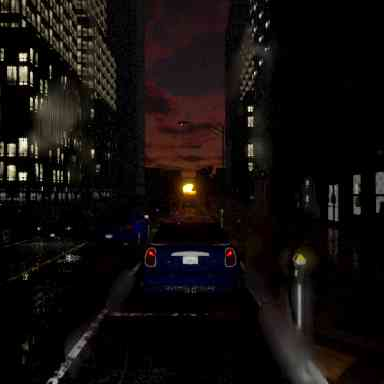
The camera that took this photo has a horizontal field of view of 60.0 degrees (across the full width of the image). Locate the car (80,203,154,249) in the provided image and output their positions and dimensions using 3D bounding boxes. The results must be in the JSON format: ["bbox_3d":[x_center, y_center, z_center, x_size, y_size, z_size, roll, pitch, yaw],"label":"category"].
[{"bbox_3d":[-3.040,1.475,14.641,1.882,1.535,5.008,0,0,0],"label":"car"}]

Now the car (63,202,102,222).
[{"bbox_3d":[-8.822,1.575,27.185,1.802,1.307,4.206,0,0,0],"label":"car"}]

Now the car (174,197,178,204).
[{"bbox_3d":[-3.026,1.470,49.210,2.128,1.511,4.902,0,0,0],"label":"car"}]

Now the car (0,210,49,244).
[{"bbox_3d":[-8.827,1.563,15.802,1.947,1.339,4.313,0,0,0],"label":"car"}]

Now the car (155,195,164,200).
[{"bbox_3d":[-8.798,1.503,89.801,1.947,1.339,4.313,0,0,0],"label":"car"}]

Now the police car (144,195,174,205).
[{"bbox_3d":[-3.132,1.414,32.733,1.930,1.638,5.238,0,0,0],"label":"police car"}]

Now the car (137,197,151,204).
[{"bbox_3d":[-8.809,1.550,61.340,1.802,1.307,4.206,0,0,0],"label":"car"}]

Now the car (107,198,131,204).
[{"bbox_3d":[-8.818,1.537,38.570,2.008,1.369,4.403,0,0,0],"label":"car"}]

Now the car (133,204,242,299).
[{"bbox_3d":[-0.029,1.352,8.617,2.097,1.767,4.553,0,0,0],"label":"car"}]

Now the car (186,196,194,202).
[{"bbox_3d":[-0.422,1.533,78.398,1.802,1.307,4.206,0,0,0],"label":"car"}]

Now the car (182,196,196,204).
[{"bbox_3d":[-0.435,1.548,44.247,1.947,1.339,4.313,0,0,0],"label":"car"}]

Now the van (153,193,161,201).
[{"bbox_3d":[-8.799,1.285,84.108,1.690,1.788,3.998,0,0,0],"label":"van"}]

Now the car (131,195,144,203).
[{"bbox_3d":[-8.813,1.523,49.955,1.887,1.381,4.507,0,0,0],"label":"car"}]

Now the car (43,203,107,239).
[{"bbox_3d":[-6.238,1.544,17.549,2.033,1.411,5.357,0,0,0],"label":"car"}]
